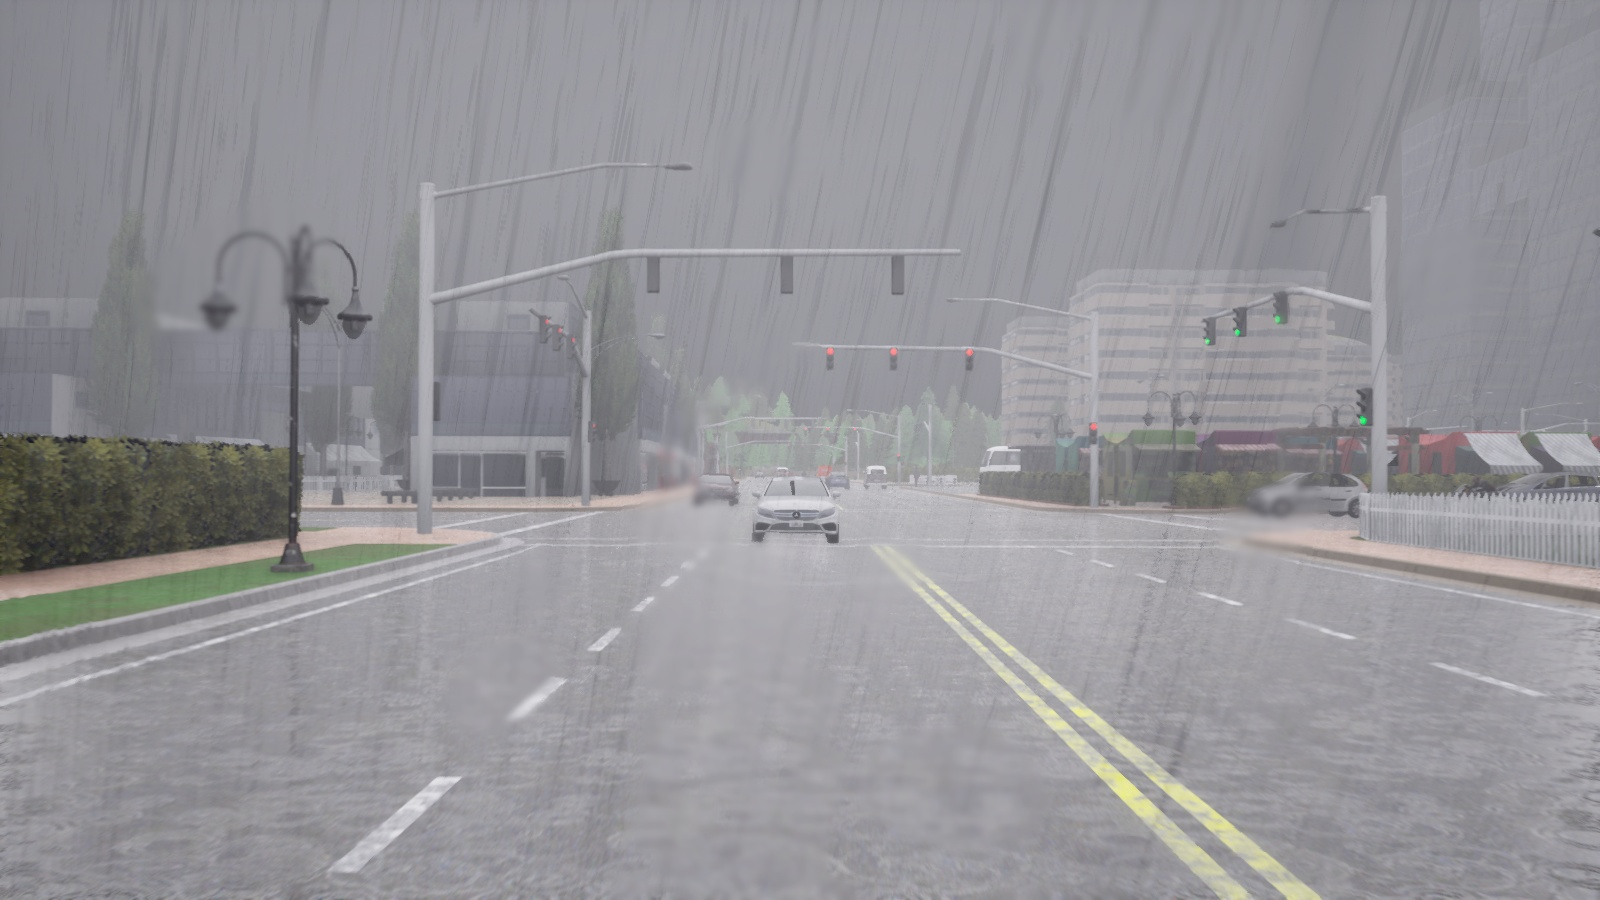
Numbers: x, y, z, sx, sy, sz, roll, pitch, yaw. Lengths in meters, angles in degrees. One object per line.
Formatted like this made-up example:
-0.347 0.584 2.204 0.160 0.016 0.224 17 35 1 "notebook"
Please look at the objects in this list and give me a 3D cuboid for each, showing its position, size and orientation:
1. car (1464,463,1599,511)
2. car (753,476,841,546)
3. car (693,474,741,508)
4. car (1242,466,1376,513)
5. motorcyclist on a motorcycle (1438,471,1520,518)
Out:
26.555 1.302 44.739 4.611 1.667 2.242 0 -1 -2 "car"
-0.070 1.318 28.521 1.812 1.442 4.674 0 -1 0 "car"
-3.636 1.787 55.708 1.812 1.442 4.674 0 -1 0 "car"
17.981 1.386 44.498 3.988 1.617 1.851 0 -1 -2 "car"
22.215 1.449 41.112 2.191 1.530 0.866 0 -1 -2 "motorcyclist on a motorcycle"
